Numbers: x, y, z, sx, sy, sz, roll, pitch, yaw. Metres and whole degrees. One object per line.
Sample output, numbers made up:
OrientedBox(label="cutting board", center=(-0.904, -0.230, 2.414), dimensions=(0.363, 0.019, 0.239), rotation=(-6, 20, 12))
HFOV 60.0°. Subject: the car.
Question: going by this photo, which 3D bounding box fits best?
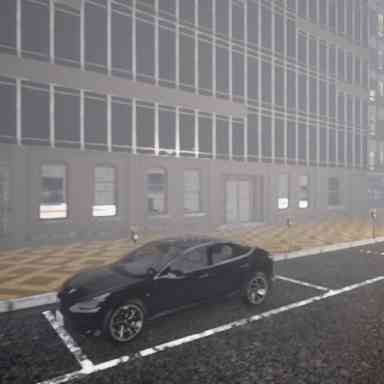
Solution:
OrientedBox(label="car", center=(-0.254, 1.553, 6.375), dimensions=(4.313, 1.339, 1.947), rotation=(0, 0, -35))
